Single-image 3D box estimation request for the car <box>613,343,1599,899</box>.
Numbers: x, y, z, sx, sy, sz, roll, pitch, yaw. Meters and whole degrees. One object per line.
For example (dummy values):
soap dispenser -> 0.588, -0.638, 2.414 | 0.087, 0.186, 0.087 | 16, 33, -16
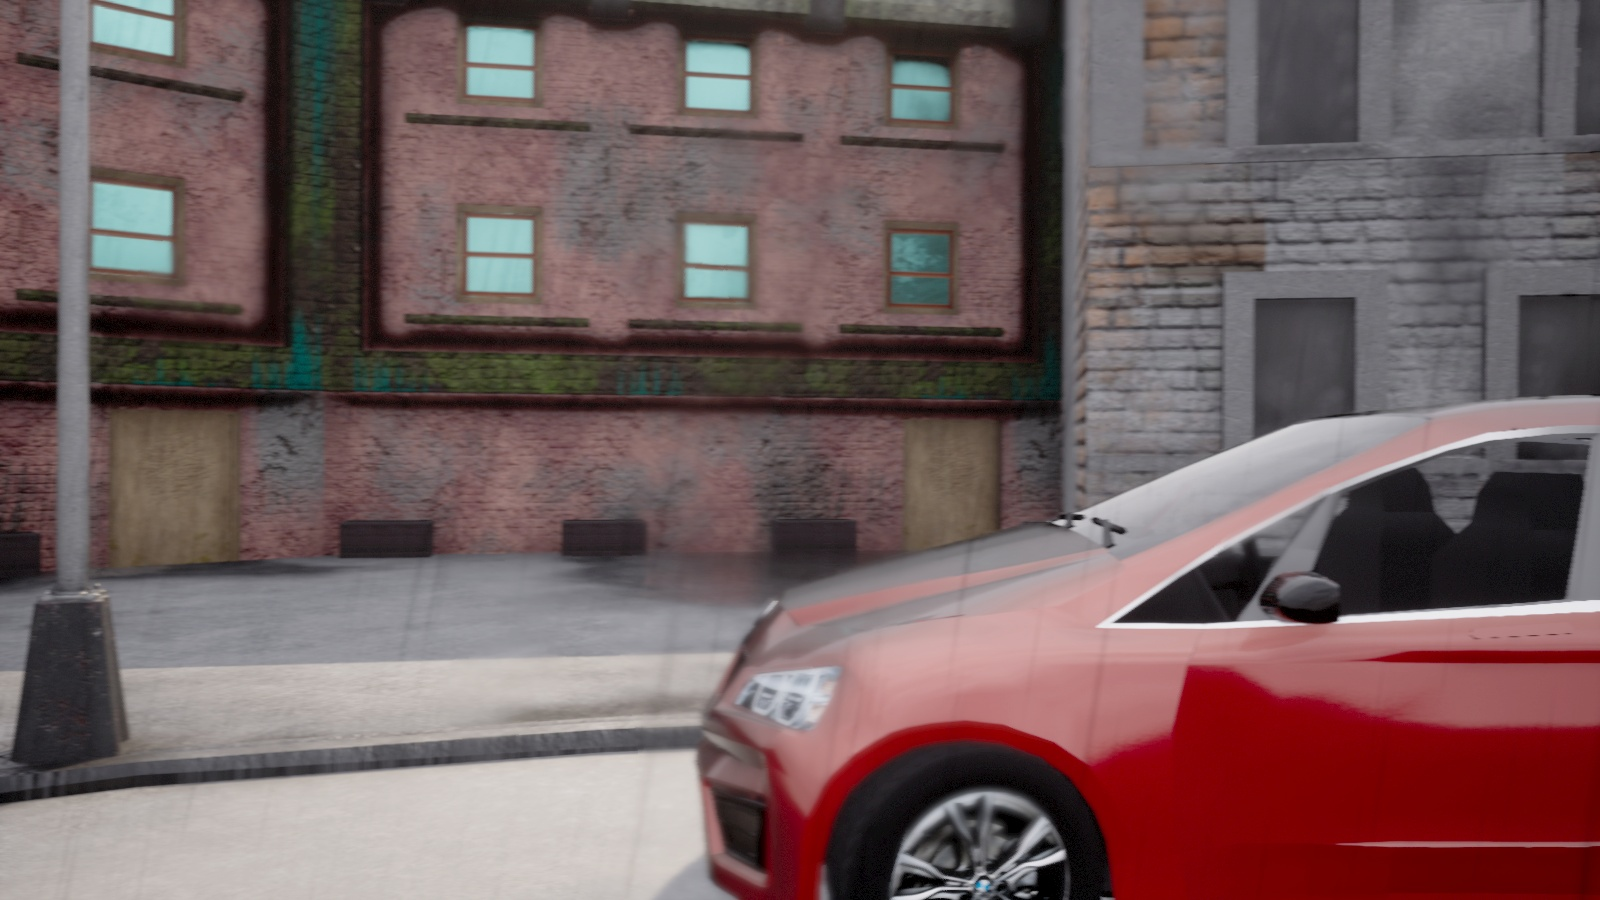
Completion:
car -> 1.878, 0.572, 4.196 | 4.611, 1.667, 2.242 | 0, 0, 2
